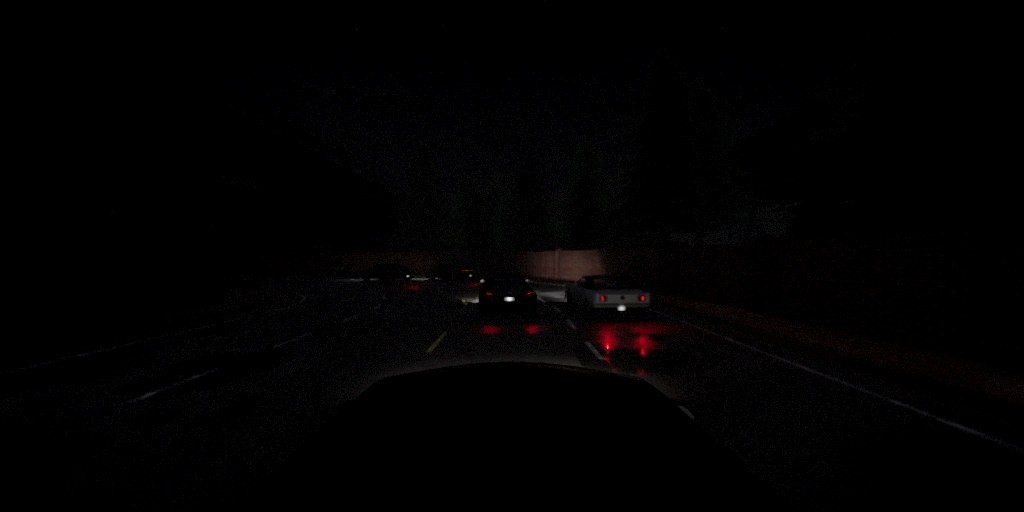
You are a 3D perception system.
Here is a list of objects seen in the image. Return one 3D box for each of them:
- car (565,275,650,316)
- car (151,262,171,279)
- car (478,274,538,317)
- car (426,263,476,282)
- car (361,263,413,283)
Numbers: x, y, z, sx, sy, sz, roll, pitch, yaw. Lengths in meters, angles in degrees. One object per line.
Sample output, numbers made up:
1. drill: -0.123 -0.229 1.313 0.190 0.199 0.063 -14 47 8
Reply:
1. car: 3.354 1.381 13.630 1.895 1.301 4.718 0 0 -4
2. car: -32.597 1.049 30.740 5.566 2.045 2.150 0 0 2
3. car: -0.254 1.344 13.428 1.994 1.385 4.181 0 0 -5
4. car: -5.204 1.327 30.156 4.892 1.490 1.837 0 -1 39
5. car: -10.189 1.325 29.157 4.892 1.490 1.837 0 -1 31
